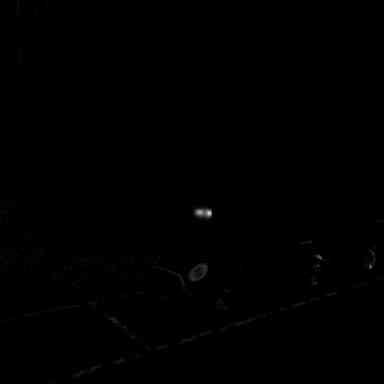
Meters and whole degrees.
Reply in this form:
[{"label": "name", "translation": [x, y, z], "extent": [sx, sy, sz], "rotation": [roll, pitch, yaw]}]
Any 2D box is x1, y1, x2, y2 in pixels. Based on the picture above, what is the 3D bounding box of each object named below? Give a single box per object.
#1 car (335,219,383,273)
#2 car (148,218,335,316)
[{"label": "car", "translation": [5.535, 1.548, 10.609], "extent": [4.313, 1.339, 1.947], "rotation": [0, -1, -35]}, {"label": "car", "translation": [1.051, 1.431, 7.413], "extent": [4.097, 1.590, 1.967], "rotation": [0, -1, -35]}]
